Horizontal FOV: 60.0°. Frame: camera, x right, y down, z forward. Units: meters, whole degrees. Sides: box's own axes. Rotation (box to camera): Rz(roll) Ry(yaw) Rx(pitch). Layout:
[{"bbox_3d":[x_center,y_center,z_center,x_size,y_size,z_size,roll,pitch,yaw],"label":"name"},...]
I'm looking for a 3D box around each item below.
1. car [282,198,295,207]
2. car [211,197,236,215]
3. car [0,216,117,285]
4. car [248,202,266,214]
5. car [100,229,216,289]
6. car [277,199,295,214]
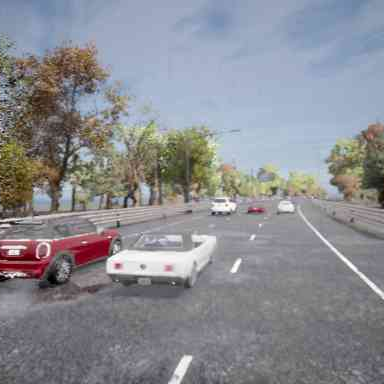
[{"bbox_3d":[18.076,1.996,61.922,2.128,1.511,4.902,-1,-1,18],"label":"car"},{"bbox_3d":[3.805,1.668,39.534,2.150,2.045,5.566,-1,-1,17],"label":"car"},{"bbox_3d":[-3.948,1.549,10.400,2.097,1.767,4.553,-1,-1,14],"label":"car"},{"bbox_3d":[8.183,1.967,41.912,1.994,1.385,4.181,-1,-1,17],"label":"car"},{"bbox_3d":[-0.534,1.732,9.640,1.895,1.301,4.718,-1,-1,14],"label":"car"},{"bbox_3d":[11.139,1.847,39.457,1.812,1.442,4.674,-1,-1,16],"label":"car"}]
